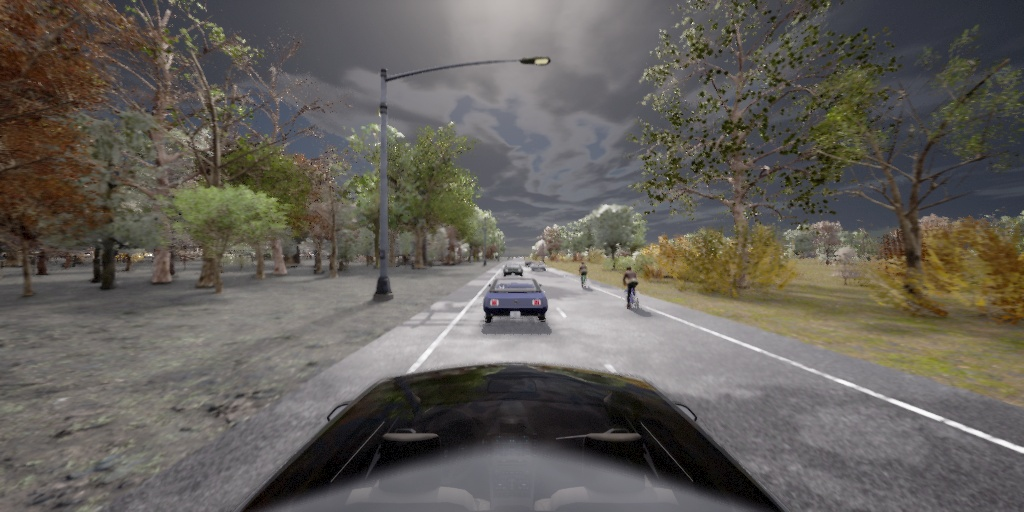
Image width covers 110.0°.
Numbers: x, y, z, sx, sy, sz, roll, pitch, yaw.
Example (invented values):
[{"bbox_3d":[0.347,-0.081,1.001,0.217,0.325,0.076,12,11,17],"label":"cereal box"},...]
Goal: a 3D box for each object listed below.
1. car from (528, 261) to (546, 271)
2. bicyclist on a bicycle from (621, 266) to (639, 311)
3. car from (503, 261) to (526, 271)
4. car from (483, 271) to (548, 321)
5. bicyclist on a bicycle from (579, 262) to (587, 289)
[{"bbox_3d":[3.613,1.397,50.512,1.895,1.301,4.718,0,0,0],"label":"car"},{"bbox_3d":[4.471,1.214,13.545,0.582,1.620,1.656,0,0,0],"label":"bicyclist on a bicycle"},{"bbox_3d":[0.109,1.382,35.173,1.895,1.301,4.718,0,0,0],"label":"car"},{"bbox_3d":[0.103,1.361,12.426,1.895,1.301,4.718,0,0,0],"label":"car"},{"bbox_3d":[4.474,1.222,22.492,0.582,1.620,1.656,0,0,0],"label":"bicyclist on a bicycle"}]
